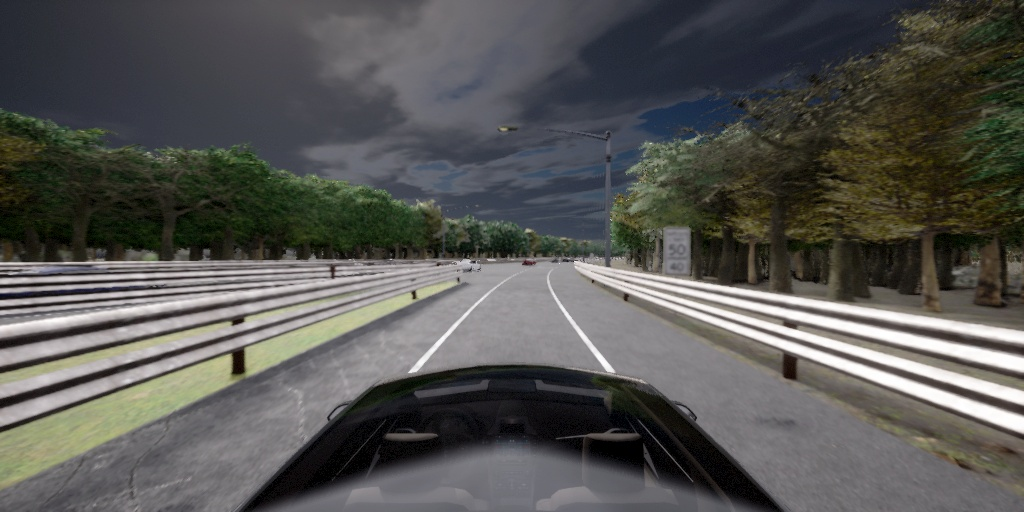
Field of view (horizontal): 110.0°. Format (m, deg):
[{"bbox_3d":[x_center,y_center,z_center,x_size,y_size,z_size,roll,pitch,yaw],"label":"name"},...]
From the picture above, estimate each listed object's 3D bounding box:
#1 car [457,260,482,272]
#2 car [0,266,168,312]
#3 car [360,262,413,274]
[{"bbox_3d":[-5.369,1.204,45.031,1.812,1.442,4.674,0,0,18],"label":"car"},{"bbox_3d":[-15.536,1.086,13.025,1.812,1.442,4.674,0,0,18],"label":"car"},{"bbox_3d":[-10.190,1.168,29.850,2.033,1.411,5.357,0,0,18],"label":"car"}]
